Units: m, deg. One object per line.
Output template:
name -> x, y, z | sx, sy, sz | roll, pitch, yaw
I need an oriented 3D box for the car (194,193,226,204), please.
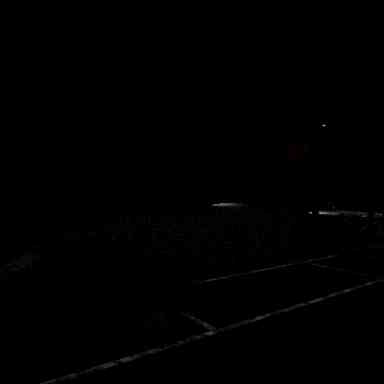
car -> 2.118, 0.915, 45.172 | 1.812, 1.442, 4.674 | 0, 1, -35

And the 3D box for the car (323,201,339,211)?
car -> 13.002, 1.245, 35.304 | 1.895, 1.301, 4.718 | 0, 1, -35

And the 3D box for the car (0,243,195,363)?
car -> -2.061, 1.545, 5.172 | 4.507, 1.381, 1.887 | 0, 0, -35

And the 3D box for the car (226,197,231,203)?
car -> 3.704, 0.889, 48.591 | 1.812, 1.442, 4.674 | 0, 1, -35

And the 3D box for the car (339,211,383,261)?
car -> 6.837, 1.552, 11.449 | 4.403, 1.369, 2.008 | 0, 0, -35

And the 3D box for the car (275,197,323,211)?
car -> 10.397, 1.203, 33.356 | 1.994, 1.385, 4.181 | 0, 1, -35

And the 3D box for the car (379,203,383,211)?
car -> 16.258, 1.321, 24.142 | 2.128, 1.511, 4.902 | 0, 1, -29
